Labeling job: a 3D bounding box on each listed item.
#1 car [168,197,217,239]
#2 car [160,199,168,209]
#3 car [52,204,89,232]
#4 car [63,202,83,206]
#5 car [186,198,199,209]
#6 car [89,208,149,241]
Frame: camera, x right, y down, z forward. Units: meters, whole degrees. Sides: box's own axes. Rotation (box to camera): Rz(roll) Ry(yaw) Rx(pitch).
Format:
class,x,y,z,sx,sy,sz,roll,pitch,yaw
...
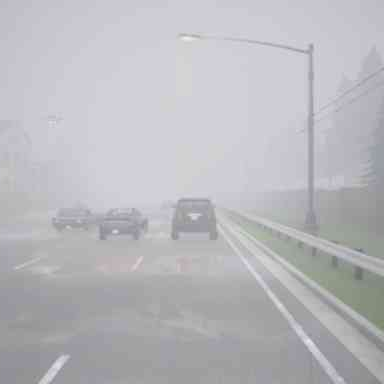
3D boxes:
class,x,y,z,sx,sy,sz,roll,pitch,yaw
car,0.108,1.281,17.821,2.150,2.045,5.566,0,0,0
car,-3.381,1.718,47.429,1.994,1.385,4.181,0,0,0
car,-6.893,1.669,20.782,1.895,1.301,4.718,0,0,0
car,-10.386,1.622,29.617,1.812,1.442,4.674,0,0,0
car,0.122,1.687,49.725,1.812,1.442,4.674,0,0,0
car,-3.395,1.548,17.164,2.128,1.511,4.902,0,0,0
